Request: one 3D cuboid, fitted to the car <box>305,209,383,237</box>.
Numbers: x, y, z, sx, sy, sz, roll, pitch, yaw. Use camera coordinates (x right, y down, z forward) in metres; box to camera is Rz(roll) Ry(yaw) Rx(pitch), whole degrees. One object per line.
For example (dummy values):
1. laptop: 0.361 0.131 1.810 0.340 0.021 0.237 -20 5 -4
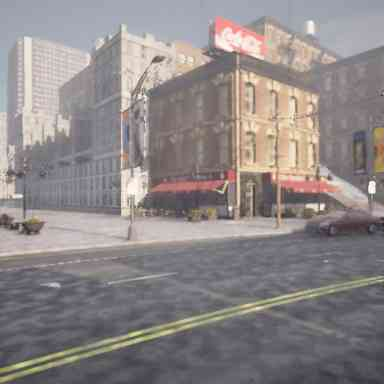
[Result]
1. car: 8.917 1.727 19.518 4.674 1.452 2.002 0 -1 -20
